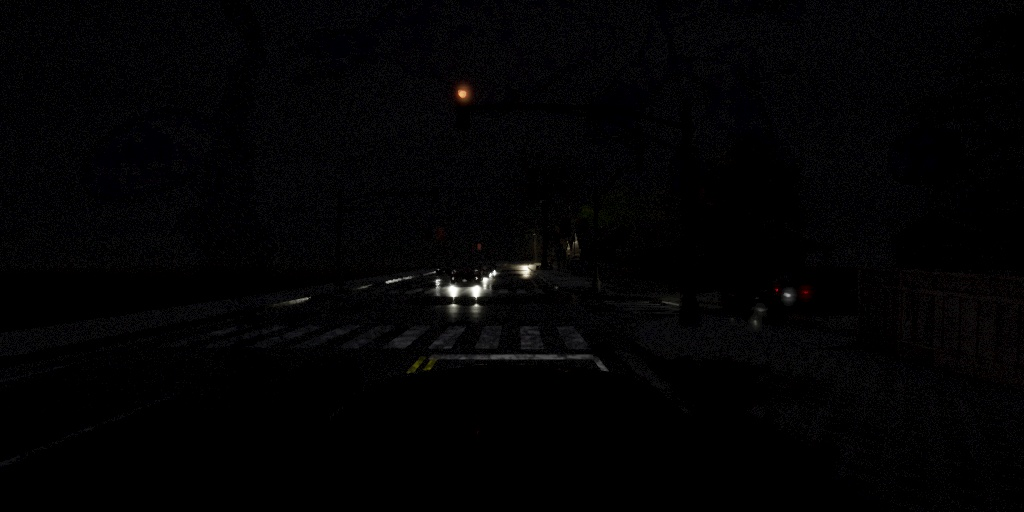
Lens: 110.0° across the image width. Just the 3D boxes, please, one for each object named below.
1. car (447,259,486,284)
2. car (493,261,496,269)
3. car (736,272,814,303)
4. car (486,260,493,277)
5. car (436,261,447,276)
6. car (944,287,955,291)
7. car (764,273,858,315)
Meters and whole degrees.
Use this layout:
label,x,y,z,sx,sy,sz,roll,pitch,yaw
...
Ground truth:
label,x,y,z,sx,sy,sz,roll,pitch,yaw
car,-3.305,1.109,26.847,2.097,1.767,4.553,0,0,-1
car,-3.334,1.282,44.635,1.812,1.442,4.674,0,0,0
car,13.066,1.508,16.544,5.008,1.535,1.882,1,-2,-2
car,-3.343,1.108,35.676,2.097,1.767,4.553,0,0,0
car,-6.593,1.259,37.280,1.837,1.490,4.892,0,0,0
car,22.953,1.739,16.912,5.357,1.411,2.033,1,-2,-3
car,12.479,1.498,13.669,4.181,1.385,1.994,1,-2,-2
